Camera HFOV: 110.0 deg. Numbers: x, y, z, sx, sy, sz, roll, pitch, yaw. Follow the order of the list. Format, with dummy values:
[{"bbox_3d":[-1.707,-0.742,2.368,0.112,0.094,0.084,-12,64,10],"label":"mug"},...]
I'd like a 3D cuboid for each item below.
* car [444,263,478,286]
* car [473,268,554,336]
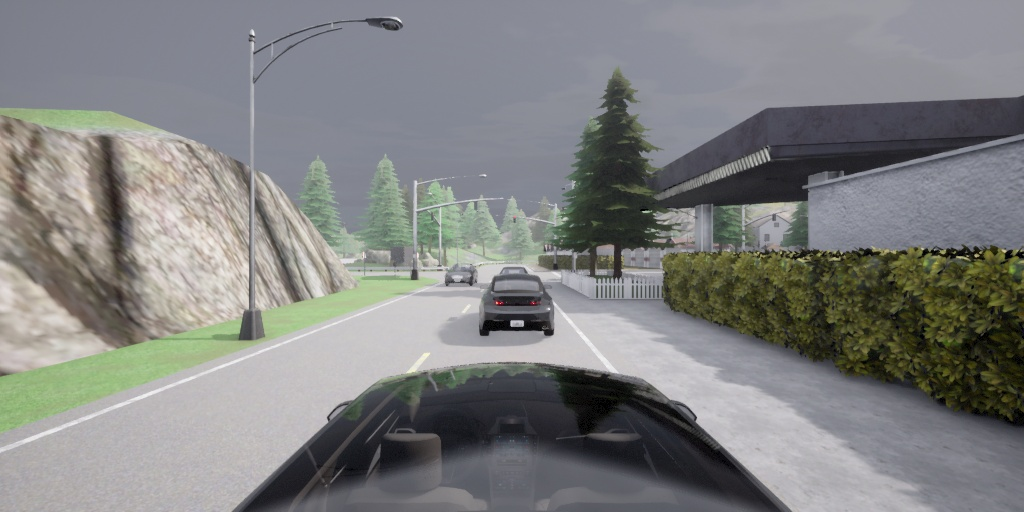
[{"bbox_3d":[-3.452,1.265,25.043,2.128,1.511,4.902,0,0,0],"label":"car"},{"bbox_3d":[0.117,1.255,10.376,1.837,1.490,4.892,0,0,0],"label":"car"}]
